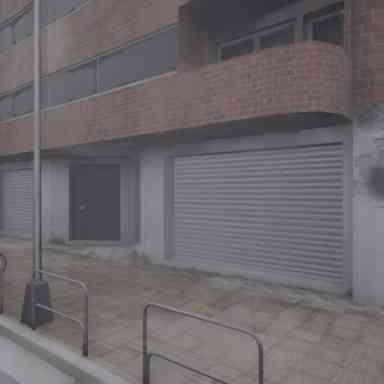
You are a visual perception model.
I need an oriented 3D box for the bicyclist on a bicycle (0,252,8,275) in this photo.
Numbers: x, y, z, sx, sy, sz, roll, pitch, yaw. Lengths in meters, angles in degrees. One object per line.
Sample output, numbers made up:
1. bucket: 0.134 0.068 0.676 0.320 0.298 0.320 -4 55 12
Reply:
1. bicyclist on a bicycle: -5.212 1.338 7.929 0.582 1.620 1.656 1 -3 37
